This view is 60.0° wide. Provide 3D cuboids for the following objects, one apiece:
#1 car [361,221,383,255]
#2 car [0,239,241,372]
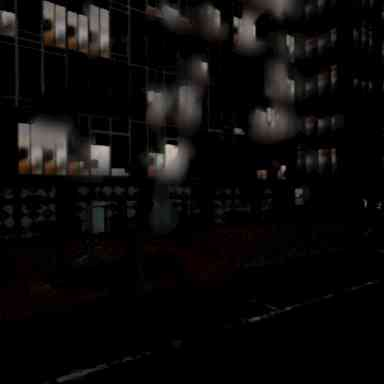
[{"bbox_3d":[8.048,1.468,12.326,4.097,1.590,1.967,0,-1,-36],"label":"car"},{"bbox_3d":[-1.338,1.530,5.617,4.829,1.417,1.752,0,-1,-36],"label":"car"}]
